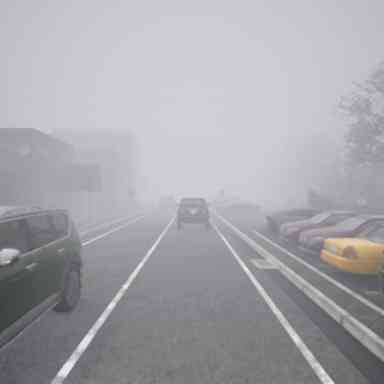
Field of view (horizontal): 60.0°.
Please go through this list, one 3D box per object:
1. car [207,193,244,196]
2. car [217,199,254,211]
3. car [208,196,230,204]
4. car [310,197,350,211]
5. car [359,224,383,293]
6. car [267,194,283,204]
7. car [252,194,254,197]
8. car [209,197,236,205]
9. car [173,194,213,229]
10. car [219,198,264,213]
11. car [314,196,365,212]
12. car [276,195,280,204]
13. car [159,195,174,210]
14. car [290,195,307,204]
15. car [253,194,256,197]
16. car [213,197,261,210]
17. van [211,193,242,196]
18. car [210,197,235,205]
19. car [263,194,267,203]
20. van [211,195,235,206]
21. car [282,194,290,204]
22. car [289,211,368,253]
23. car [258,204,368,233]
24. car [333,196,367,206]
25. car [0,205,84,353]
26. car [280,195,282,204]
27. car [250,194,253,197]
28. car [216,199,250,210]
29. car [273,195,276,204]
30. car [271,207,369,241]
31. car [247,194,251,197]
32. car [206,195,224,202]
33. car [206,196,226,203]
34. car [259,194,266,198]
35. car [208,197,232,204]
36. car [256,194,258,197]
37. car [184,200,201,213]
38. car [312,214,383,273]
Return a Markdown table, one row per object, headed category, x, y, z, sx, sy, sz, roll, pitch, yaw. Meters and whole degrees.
| category | x | y | z | sx | sy | sz | roll | pitch | yaw |
| --- | --- | --- | --- | --- | --- | --- | --- | --- | --- |
| car | 5.946 | 1.541 | 59.958 | 5.566 | 2.045 | 2.435 | 0 | 0 | 0 |
| car | 5.995 | 1.799 | 46.042 | 4.792 | 1.488 | 2.163 | 0 | 0 | 0 |
| car | 5.951 | 1.687 | 73.876 | 4.553 | 1.767 | 2.185 | 0 | 0 | 0 |
| car | 19.076 | 1.644 | 46.158 | 4.553 | 1.767 | 2.185 | 0 | 0 | 0 |
| car | 6.096 | 1.485 | 5.979 | 5.008 | 1.535 | 2.097 | 0 | 0 | 0 |
| car | 19.092 | 1.684 | 71.097 | 4.553 | 1.767 | 2.185 | 0 | 0 | 0 |
| car | 19.074 | 1.862 | 87.807 | 4.674 | 1.452 | 2.002 | 0 | 0 | 0 |
| car | 6.165 | 1.802 | 68.308 | 5.366 | 1.575 | 1.946 | 0 | 0 | 0 |
| car | 0.071 | 1.390 | 23.458 | 2.150 | 2.045 | 5.566 | 0 | 0 | 0 |
| car | 5.977 | 1.800 | 40.617 | 4.674 | 1.452 | 2.002 | 1 | 0 | 0 |
| car | 19.072 | 1.514 | 43.248 | 5.566 | 2.045 | 2.435 | 0 | 0 | 0 |
| car | 19.061 | 1.798 | 62.742 | 5.008 | 1.535 | 2.097 | 0 | 0 | 0 |
| car | -3.434 | 1.459 | 47.088 | 2.150 | 2.045 | 5.566 | 0 | 0 | 0 |
| car | 19.019 | 1.658 | 54.388 | 4.553 | 1.767 | 2.185 | 0 | 0 | 0 |
| car | 19.064 | 1.821 | 85.023 | 5.008 | 1.535 | 2.097 | 0 | 0 | 0 |
| car | 5.778 | 1.762 | 43.259 | 5.366 | 1.575 | 1.946 | 0 | 0 | 0 |
| van | 5.856 | 1.562 | 57.300 | 4.442 | 1.987 | 1.878 | 0 | 0 | 0 |
| car | 5.971 | 1.803 | 65.525 | 4.892 | 1.521 | 2.231 | 0 | 0 | 0 |
| car | 19.069 | 1.814 | 73.883 | 4.892 | 1.521 | 2.231 | 0 | 0 | 0 |
| van | 5.859 | 1.572 | 62.742 | 4.442 | 1.987 | 1.878 | 0 | 0 | 0 |
| car | 19.081 | 1.537 | 57.298 | 5.566 | 2.045 | 2.435 | 0 | 0 | 0 |
| car | 6.122 | 1.545 | 11.631 | 4.674 | 1.452 | 2.002 | 0 | 0 | 0 |
| car | 6.167 | 1.555 | 17.283 | 4.792 | 1.488 | 2.163 | 0 | 0 | 0 |
| car | 19.011 | 1.634 | 40.462 | 4.553 | 1.767 | 2.185 | 0 | 0 | 0 |
| car | -3.349 | 1.263 | 4.881 | 2.150 | 2.045 | 5.566 | 0 | 0 | 0 |
| car | 19.239 | 1.790 | 60.082 | 5.366 | 1.575 | 1.946 | 0 | 0 | 0 |
| car | 19.042 | 1.697 | 90.592 | 4.553 | 1.767 | 2.185 | 0 | 0 | 0 |
| car | 5.970 | 1.814 | 48.825 | 4.674 | 1.452 | 2.002 | 0 | 0 | 0 |
| car | 19.028 | 1.831 | 65.528 | 4.792 | 1.488 | 2.163 | 0 | 0 | 0 |
| car | 6.131 | 1.555 | 14.456 | 4.674 | 1.452 | 2.002 | 0 | 0 | 0 |
| car | 19.046 | 1.572 | 93.376 | 5.566 | 2.045 | 2.435 | 0 | 0 | 0 |
| car | 5.960 | 1.696 | 87.792 | 4.553 | 1.767 | 2.185 | 0 | 0 | 0 |
| car | 5.959 | 1.849 | 82.225 | 4.792 | 1.488 | 2.163 | 0 | 0 | 0 |
| car | 19.036 | 1.564 | 76.667 | 5.566 | 2.045 | 2.435 | 0 | 0 | 0 |
| car | 5.987 | 1.810 | 71.091 | 4.892 | 1.521 | 2.231 | 0 | 0 | 0 |
| car | 19.036 | 1.694 | 82.238 | 4.553 | 1.767 | 2.185 | 0 | 0 | 0 |
| car | 0.017 | 1.788 | 41.912 | 1.994 | 1.385 | 4.181 | 0 | 0 | 0 |
| car | 6.295 | 1.492 | 8.805 | 5.366 | 1.575 | 1.946 | 0 | 0 | 0 |
